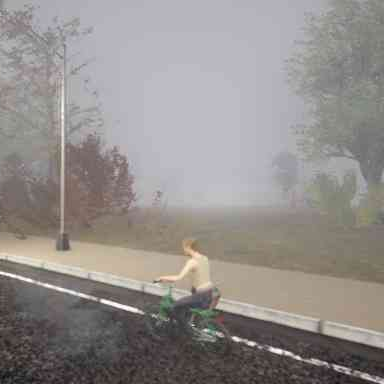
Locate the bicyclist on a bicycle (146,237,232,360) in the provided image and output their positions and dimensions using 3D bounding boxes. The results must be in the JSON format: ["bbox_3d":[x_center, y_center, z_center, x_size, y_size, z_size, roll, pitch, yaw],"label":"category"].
[{"bbox_3d":[-0.095,1.433,4.732,1.509,1.612,0.866,0,0,35],"label":"bicyclist on a bicycle"}]
